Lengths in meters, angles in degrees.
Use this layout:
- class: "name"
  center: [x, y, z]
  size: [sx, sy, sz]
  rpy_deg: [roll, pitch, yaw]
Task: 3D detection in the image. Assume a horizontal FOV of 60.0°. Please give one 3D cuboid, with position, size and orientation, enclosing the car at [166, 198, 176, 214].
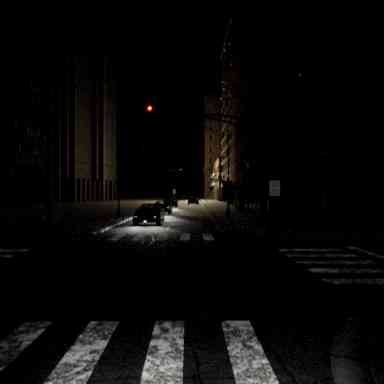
- class: "car"
  center: [-3.051, 1.586, 34.604]
  size: [1.895, 1.301, 4.718]
  rpy_deg: [0, 0, 0]

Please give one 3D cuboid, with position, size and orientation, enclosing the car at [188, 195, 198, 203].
- class: "car"
  center: [0.205, 1.446, 67.803]
  size: [1.882, 1.535, 5.008]
  rpy_deg: [0, 0, 0]

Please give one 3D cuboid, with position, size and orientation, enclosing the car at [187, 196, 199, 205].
- class: "car"
  center: [0.193, 1.500, 57.894]
  size: [1.812, 1.442, 4.674]
  rpy_deg: [0, 0, 0]

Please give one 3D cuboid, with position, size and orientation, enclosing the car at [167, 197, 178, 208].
- class: "car"
  center: [-3.014, 1.468, 47.845]
  size: [2.128, 1.511, 4.902]
  rpy_deg: [0, 0, 0]

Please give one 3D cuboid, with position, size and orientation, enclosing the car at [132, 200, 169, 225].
- class: "car"
  center: [-3.062, 1.538, 24.396]
  size: [2.033, 1.411, 5.357]
  rpy_deg: [0, 0, 0]
